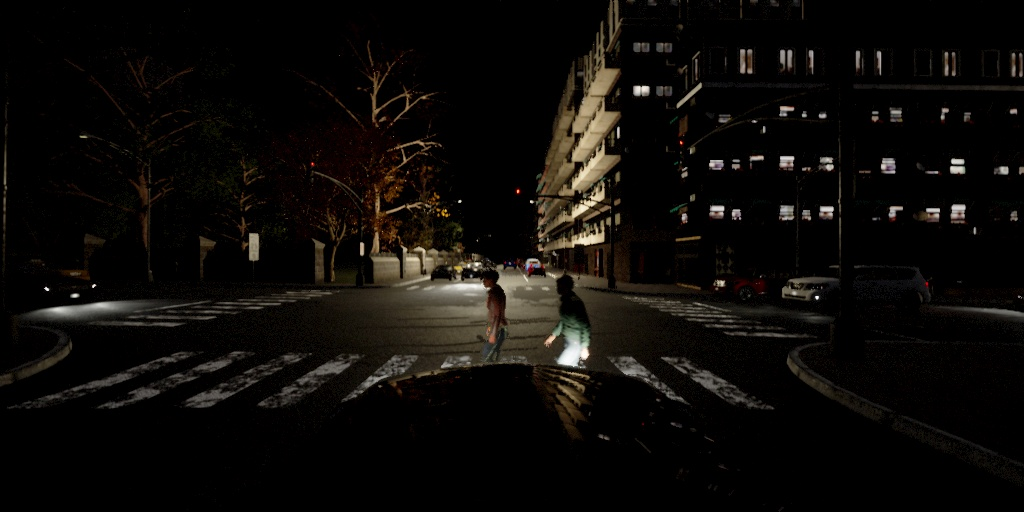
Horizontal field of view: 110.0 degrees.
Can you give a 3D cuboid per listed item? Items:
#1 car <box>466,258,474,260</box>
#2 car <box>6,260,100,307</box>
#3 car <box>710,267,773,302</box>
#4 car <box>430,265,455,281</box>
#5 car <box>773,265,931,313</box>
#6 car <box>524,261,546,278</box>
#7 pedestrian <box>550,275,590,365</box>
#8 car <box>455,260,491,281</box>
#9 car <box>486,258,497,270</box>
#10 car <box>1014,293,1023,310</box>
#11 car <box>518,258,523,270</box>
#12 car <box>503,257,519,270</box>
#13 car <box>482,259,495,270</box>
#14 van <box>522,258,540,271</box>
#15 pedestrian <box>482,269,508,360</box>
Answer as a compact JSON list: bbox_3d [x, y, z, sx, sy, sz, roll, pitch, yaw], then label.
[{"bbox_3d":[-5.957,1.252,48.135,2.192,1.841,5.009,0,0,0],"label":"car"},{"bbox_3d":[-18.226,0.968,12.745,5.357,1.411,2.033,1,0,-1],"label":"car"},{"bbox_3d":[13.350,1.476,19.013,5.009,1.841,2.192,0,0,-1],"label":"car"},{"bbox_3d":[-5.859,1.421,31.244,1.948,1.339,4.313,0,0,0],"label":"car"},{"bbox_3d":[15.680,1.415,16.471,5.566,2.045,2.150,1,0,-1],"label":"car"},{"bbox_3d":[2.489,1.461,36.922,1.888,1.381,4.507,0,0,0],"label":"car"},{"bbox_3d":[0.720,1.061,4.427,0.375,1.860,0.375,0,0,0],"label":"pedestrian"},{"bbox_3d":[-3.259,1.357,31.079,2.128,1.511,4.902,0,0,0],"label":"car"},{"bbox_3d":[-3.386,1.482,56.517,2.128,1.511,4.902,0,0,0],"label":"car"},{"bbox_3d":[26.520,1.962,16.637,4.674,1.442,1.812,1,0,-1],"label":"car"},{"bbox_3d":[2.391,1.440,53.813,1.967,1.591,4.097,0,0,0],"label":"car"},{"bbox_3d":[-0.329,1.242,59.611,2.150,2.045,5.566,0,0,0],"label":"car"},{"bbox_3d":[-3.327,1.428,43.109,1.837,1.490,4.892,0,0,0],"label":"car"},{"bbox_3d":[2.457,1.284,42.553,1.690,1.789,3.998,0,0,0],"label":"van"},{"bbox_3d":[-0.208,1.061,4.964,0.375,1.860,0.375,0,0,0],"label":"pedestrian"}]
